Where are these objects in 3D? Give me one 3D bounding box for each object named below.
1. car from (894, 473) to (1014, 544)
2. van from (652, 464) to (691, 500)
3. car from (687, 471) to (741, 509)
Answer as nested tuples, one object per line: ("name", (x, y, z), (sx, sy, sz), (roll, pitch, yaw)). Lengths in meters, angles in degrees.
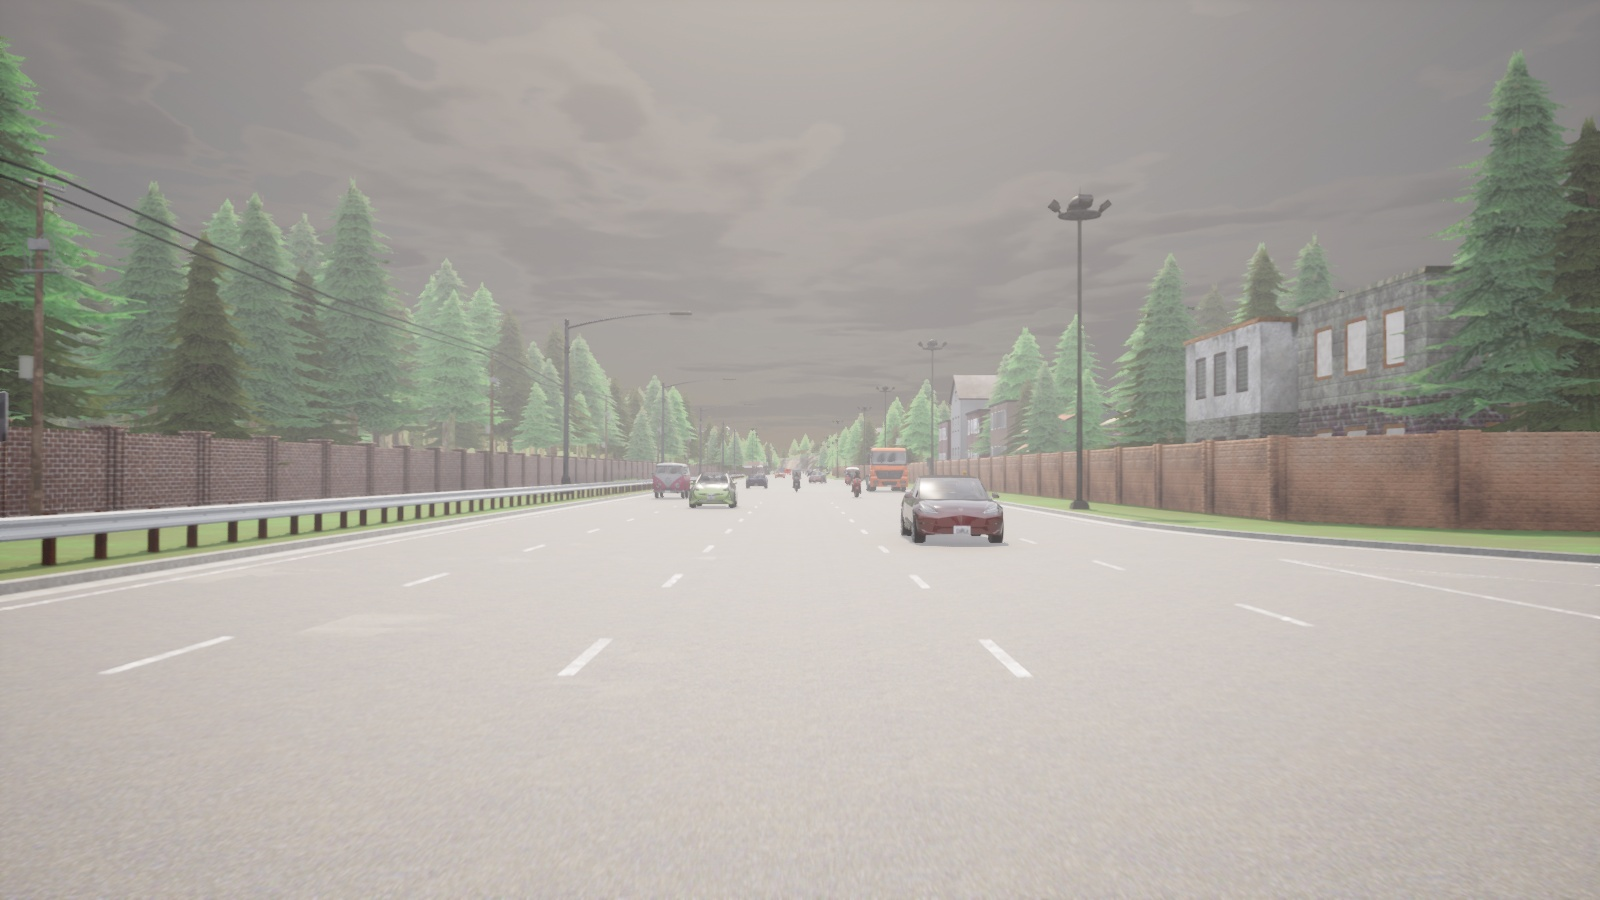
("car", (3.428, 1.285, 28.910), (2.163, 1.488, 4.792), (0, -1, 0))
("van", (-7.175, 1.777, 70.533), (1.775, 1.987, 4.442), (0, -1, 0))
("car", (-3.633, 1.672, 53.551), (2.007, 1.525, 4.514), (0, -1, 0))
